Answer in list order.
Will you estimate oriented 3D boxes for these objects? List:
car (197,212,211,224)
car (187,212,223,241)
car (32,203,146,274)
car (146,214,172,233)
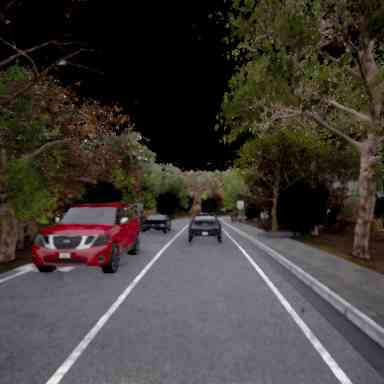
[{"bbox_3d":[1.676,3.426,44.971,1.882,1.535,5.008,0,-3,3],"label":"car"},{"bbox_3d":[0.772,2.072,19.961,1.837,1.490,4.892,0,-3,2],"label":"car"},{"bbox_3d":[-3.229,1.389,11.452,2.150,2.045,5.566,0,-2,2],"label":"car"},{"bbox_3d":[-2.667,2.434,26.267,2.033,1.411,5.357,0,-3,2],"label":"car"}]
